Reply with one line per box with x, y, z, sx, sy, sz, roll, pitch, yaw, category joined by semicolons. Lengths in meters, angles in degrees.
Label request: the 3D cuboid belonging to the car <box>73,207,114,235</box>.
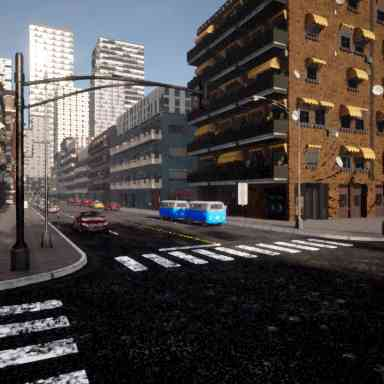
-6.499;1.864;21.167;1.802;1.307;4.206;-1;0;-27;car

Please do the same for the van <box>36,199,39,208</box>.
-27.106;2.196;60.964;1.690;1.788;3.998;-1;0;-27;van

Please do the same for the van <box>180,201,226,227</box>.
0.922;1.591;24.979;1.690;1.788;3.998;-1;0;-27;van

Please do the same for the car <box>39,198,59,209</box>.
-21.954;2.151;51.015;1.967;1.590;4.097;-1;0;-27;car

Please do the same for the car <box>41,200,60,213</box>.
-19.376;2.222;46.040;1.802;1.307;4.206;-1;0;-27;car

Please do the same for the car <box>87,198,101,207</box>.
-17.179;2.277;59.953;1.752;1.417;4.829;-1;0;-27;car

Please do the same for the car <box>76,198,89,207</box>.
-22.256;2.208;69.751;2.192;1.841;5.009;-1;0;-27;car

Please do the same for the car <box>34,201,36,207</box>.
-32.278;2.313;70.903;2.192;1.841;5.009;-1;0;-27;car

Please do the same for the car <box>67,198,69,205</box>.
-32.557;2.496;89.650;2.192;1.841;5.009;-1;0;-27;car

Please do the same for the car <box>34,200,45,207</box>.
-34.863;2.621;75.869;2.008;1.369;4.403;-1;0;-27;car

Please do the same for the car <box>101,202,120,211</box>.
-11.950;2.189;49.852;1.802;1.307;4.206;-1;0;-27;car

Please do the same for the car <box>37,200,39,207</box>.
-24.526;2.334;55.989;2.008;1.369;4.403;-1;0;-27;car

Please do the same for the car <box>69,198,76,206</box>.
-27.407;2.352;79.700;2.192;1.841;5.009;-1;0;-27;car

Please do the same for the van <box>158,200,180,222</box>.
-1.653;1.662;29.955;1.690;1.788;3.998;-1;0;-27;van
